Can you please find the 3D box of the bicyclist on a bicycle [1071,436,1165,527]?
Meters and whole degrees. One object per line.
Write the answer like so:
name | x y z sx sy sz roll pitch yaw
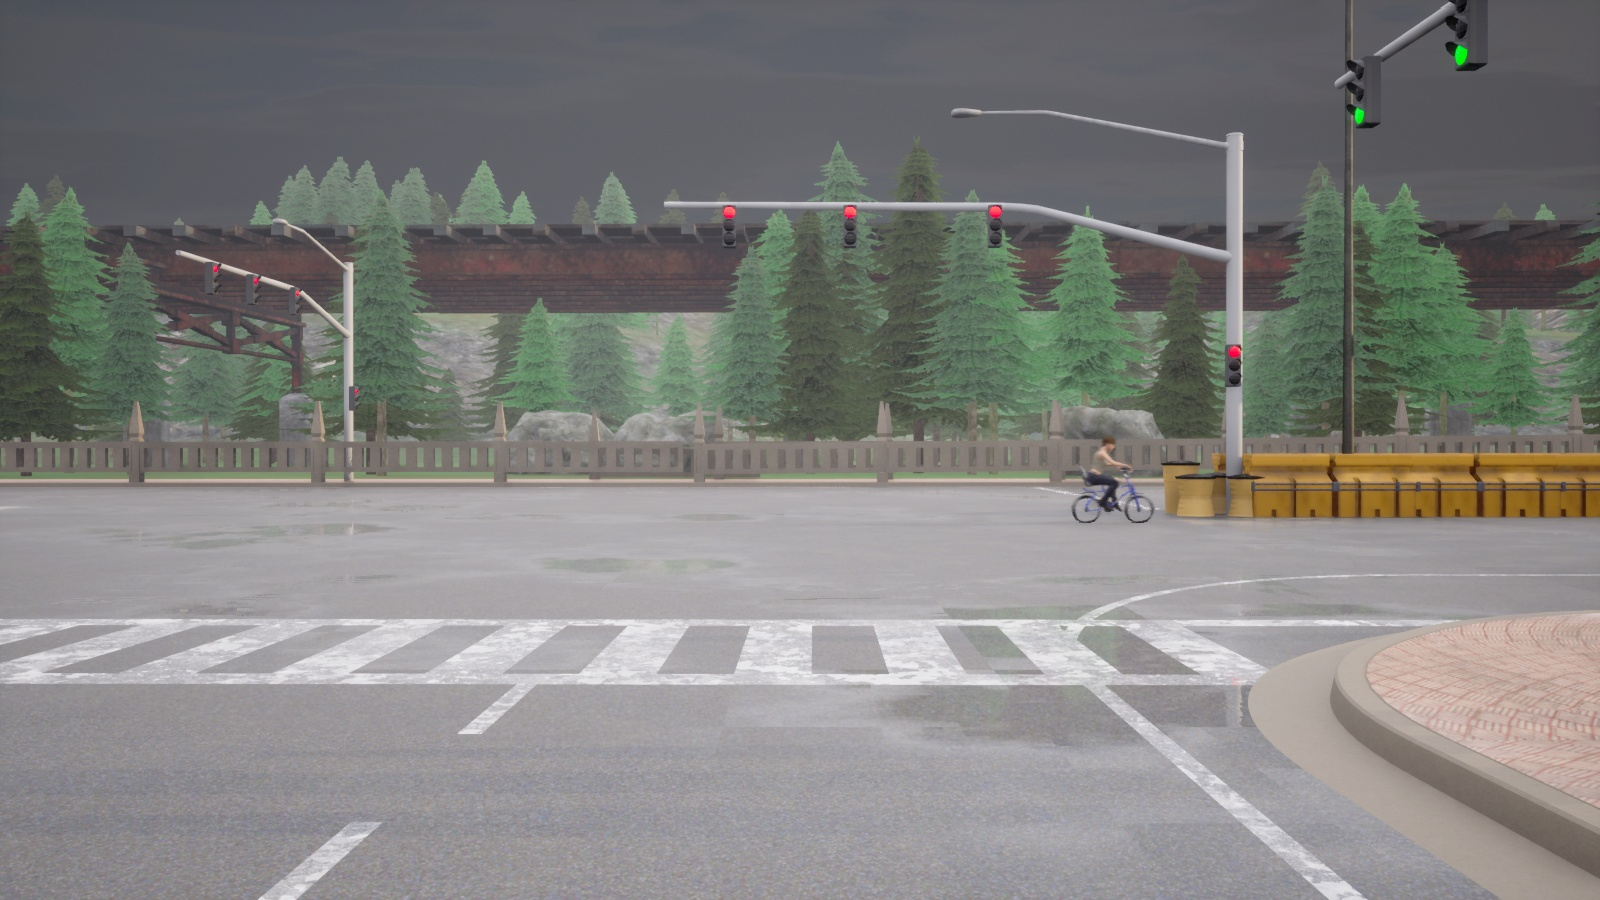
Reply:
bicyclist on a bicycle | 5.777 0.558 22.879 1.509 1.612 0.866 0 0 0
